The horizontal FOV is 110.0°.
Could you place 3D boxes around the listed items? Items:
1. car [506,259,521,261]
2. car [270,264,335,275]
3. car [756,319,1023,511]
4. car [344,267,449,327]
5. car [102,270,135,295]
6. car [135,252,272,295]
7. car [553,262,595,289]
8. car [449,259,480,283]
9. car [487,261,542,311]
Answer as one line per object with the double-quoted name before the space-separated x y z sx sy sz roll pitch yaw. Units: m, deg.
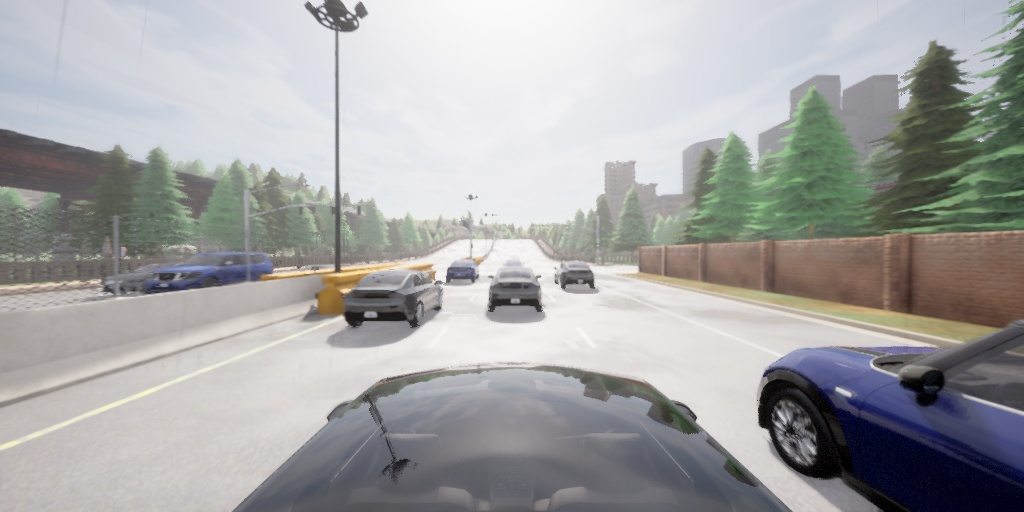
"car" 0.131 0.991 30.622 1.812 1.442 4.674 0 1 0
"car" -10.482 1.171 19.466 1.895 1.301 4.718 0 1 0
"car" 3.599 1.101 1.873 2.097 1.767 4.553 0 0 0
"car" -3.395 1.160 11.088 1.837 1.490 4.892 0 0 0
"car" -17.495 1.072 18.183 2.128 1.511 4.902 0 0 0
"car" -14.005 0.816 17.227 2.150 2.045 5.566 0 0 1
"car" 3.621 1.063 21.337 1.837 1.490 4.892 0 0 0
"car" -3.373 0.994 25.304 1.882 1.535 5.008 0 1 0
"car" 0.111 1.137 13.760 1.837 1.490 4.892 0 1 0
